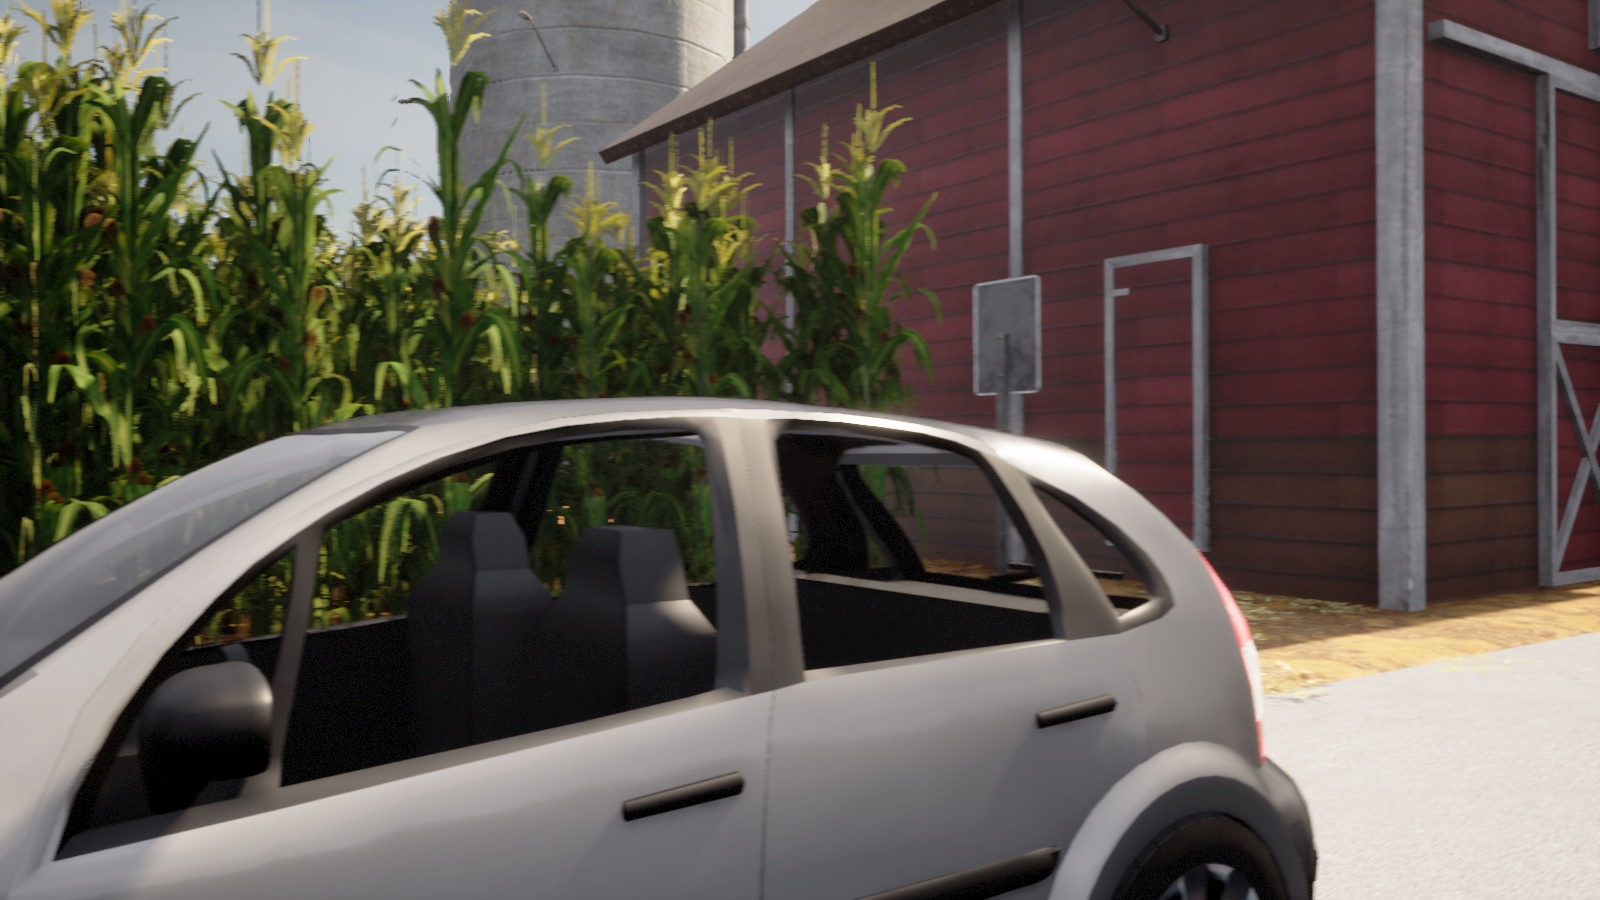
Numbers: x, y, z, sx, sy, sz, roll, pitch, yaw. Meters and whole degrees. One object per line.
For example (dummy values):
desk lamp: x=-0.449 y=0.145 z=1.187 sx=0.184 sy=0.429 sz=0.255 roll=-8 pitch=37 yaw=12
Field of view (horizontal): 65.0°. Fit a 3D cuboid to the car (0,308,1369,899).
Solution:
car: x=-0.813 y=0.649 z=2.606 sx=3.988 sy=1.617 sz=1.851 roll=0 pitch=0 yaw=-35
